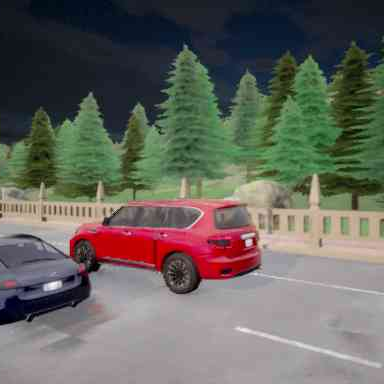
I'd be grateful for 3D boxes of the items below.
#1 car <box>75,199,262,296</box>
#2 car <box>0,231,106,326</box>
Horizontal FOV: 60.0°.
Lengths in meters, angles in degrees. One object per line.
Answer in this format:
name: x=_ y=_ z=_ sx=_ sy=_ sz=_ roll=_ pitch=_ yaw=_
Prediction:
car: x=-0.921 y=1.220 z=8.938 sx=5.566 sy=2.045 sz=2.150 roll=0 pitch=0 yaw=36
car: x=-3.998 y=1.563 z=6.825 sx=4.181 sy=1.385 sz=1.994 roll=0 pitch=0 yaw=36
